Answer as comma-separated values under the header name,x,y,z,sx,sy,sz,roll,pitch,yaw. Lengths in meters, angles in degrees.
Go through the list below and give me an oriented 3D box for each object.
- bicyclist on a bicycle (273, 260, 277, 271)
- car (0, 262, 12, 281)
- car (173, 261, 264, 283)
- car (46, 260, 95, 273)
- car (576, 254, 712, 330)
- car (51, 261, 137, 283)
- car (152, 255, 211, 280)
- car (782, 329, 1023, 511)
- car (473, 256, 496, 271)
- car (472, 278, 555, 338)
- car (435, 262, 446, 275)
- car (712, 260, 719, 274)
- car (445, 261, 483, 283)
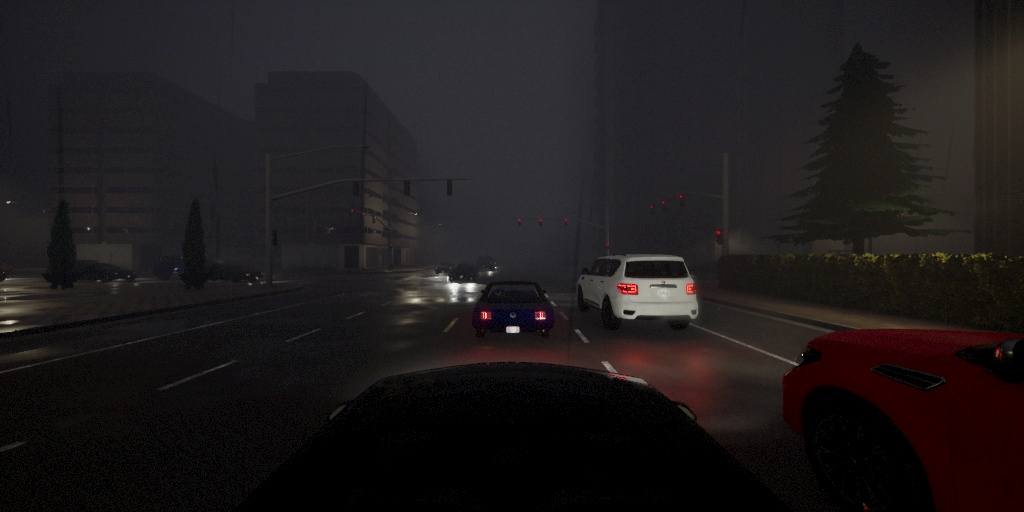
name,x,y,z,sx,sy,sz,roll,pitch,yaw
bicyclist on a bicycle,-28.698,1.051,42.856,0.582,1.620,1.656,0,0,0
car,-41.844,1.276,27.486,4.674,1.442,1.812,0,0,1
car,-22.007,1.297,27.292,5.357,1.411,2.033,0,0,1
car,-36.972,1.102,30.947,4.553,1.767,2.097,0,0,1
car,3.574,0.971,11.321,2.150,2.045,5.566,0,0,-2
car,-31.591,1.276,27.399,4.674,1.442,1.812,0,0,1
car,-27.503,0.972,30.863,5.566,2.045,2.150,0,0,0
car,3.601,0.971,0.960,2.150,2.045,5.566,0,0,0
car,-3.663,0.973,48.833,2.150,2.045,5.566,0,0,0
car,0.044,1.351,10.192,1.895,1.301,4.718,0,0,0
car,-7.160,1.351,39.485,1.895,1.301,4.718,0,0,0
car,20.821,1.228,37.652,5.008,1.535,1.882,0,0,1
car,-3.642,1.314,27.769,1.994,1.385,4.181,0,0,0
